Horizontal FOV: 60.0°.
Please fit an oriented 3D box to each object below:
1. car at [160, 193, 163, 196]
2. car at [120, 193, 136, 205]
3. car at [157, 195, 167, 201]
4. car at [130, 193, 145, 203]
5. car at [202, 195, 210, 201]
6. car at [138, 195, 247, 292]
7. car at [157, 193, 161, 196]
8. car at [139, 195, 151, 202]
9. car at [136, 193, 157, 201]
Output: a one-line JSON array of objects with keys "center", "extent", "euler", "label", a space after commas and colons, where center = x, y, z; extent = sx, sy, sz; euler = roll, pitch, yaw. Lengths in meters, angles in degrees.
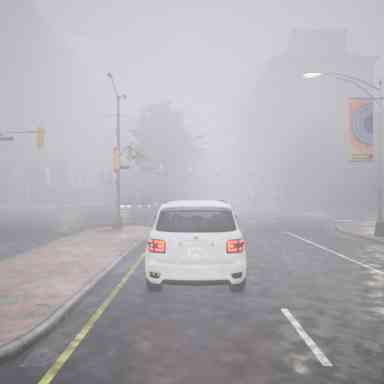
[{"center": [-7.783, 1.225, 76.427], "extent": [2.150, 2.045, 5.566], "euler": [0, 0, 0], "label": "car"}, {"center": [-11.399, 1.491, 59.705], "extent": [2.128, 1.511, 4.902], "euler": [0, 0, 1], "label": "car"}, {"center": [-7.754, 1.552, 86.243], "extent": [1.994, 1.385, 4.181], "euler": [0, 0, 0], "label": "car"}, {"center": [-11.302, 1.225, 69.624], "extent": [2.150, 2.045, 5.566], "euler": [0, 0, 0], "label": "car"}, {"center": [3.756, 1.540, 89.897], "extent": [2.033, 1.411, 5.357], "euler": [0, 0, 0], "label": "car"}, {"center": [0.096, 1.221, 9.048], "extent": [2.150, 2.045, 5.566], "euler": [0, 0, 0], "label": "car"}, {"center": [-7.834, 1.526, 66.811], "extent": [1.812, 1.442, 4.674], "euler": [0, 0, 1], "label": "car"}, {"center": [-11.272, 1.525, 80.062], "extent": [2.128, 1.511, 4.902], "euler": [0, 0, 0], "label": "car"}, {"center": [-7.916, 1.352, 57.926], "extent": [2.097, 1.767, 4.553], "euler": [0, 0, 0], "label": "car"}]
